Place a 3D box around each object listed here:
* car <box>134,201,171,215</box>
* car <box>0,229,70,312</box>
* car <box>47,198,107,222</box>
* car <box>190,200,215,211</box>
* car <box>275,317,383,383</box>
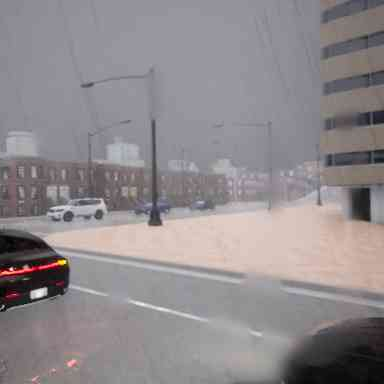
[{"bbox_3d":[-4.616,1.894,39.307,1.882,1.535,5.008,-2,-1,37],"label":"car"},{"bbox_3d":[-4.694,1.580,7.329,4.892,1.490,1.837,-1,0,35],"label":"car"},{"bbox_3d":[-10.642,1.645,31.267,2.150,2.045,5.566,-2,-1,37],"label":"car"},{"bbox_3d":[1.558,1.935,47.536,1.812,1.442,4.674,-2,-1,37],"label":"car"},{"bbox_3d":[2.924,1.497,1.910,4.892,1.490,1.837,0,0,36],"label":"car"}]
